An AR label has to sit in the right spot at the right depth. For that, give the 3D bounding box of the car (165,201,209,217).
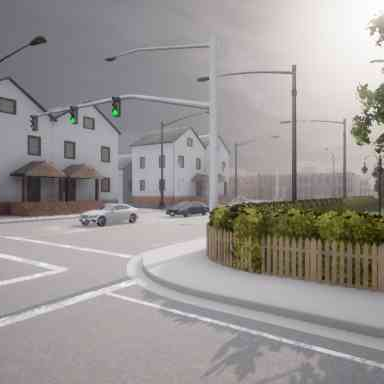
[{"bbox_3d":[-0.210,1.547,31.400,2.033,1.411,5.357,0,0,35],"label":"car"}]

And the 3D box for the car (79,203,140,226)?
[{"bbox_3d":[-5.699,1.526,23.451,1.812,1.442,4.674,0,0,35],"label":"car"}]

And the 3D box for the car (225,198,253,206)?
[{"bbox_3d":[5.668,1.491,39.888,2.128,1.511,4.902,0,0,35],"label":"car"}]
